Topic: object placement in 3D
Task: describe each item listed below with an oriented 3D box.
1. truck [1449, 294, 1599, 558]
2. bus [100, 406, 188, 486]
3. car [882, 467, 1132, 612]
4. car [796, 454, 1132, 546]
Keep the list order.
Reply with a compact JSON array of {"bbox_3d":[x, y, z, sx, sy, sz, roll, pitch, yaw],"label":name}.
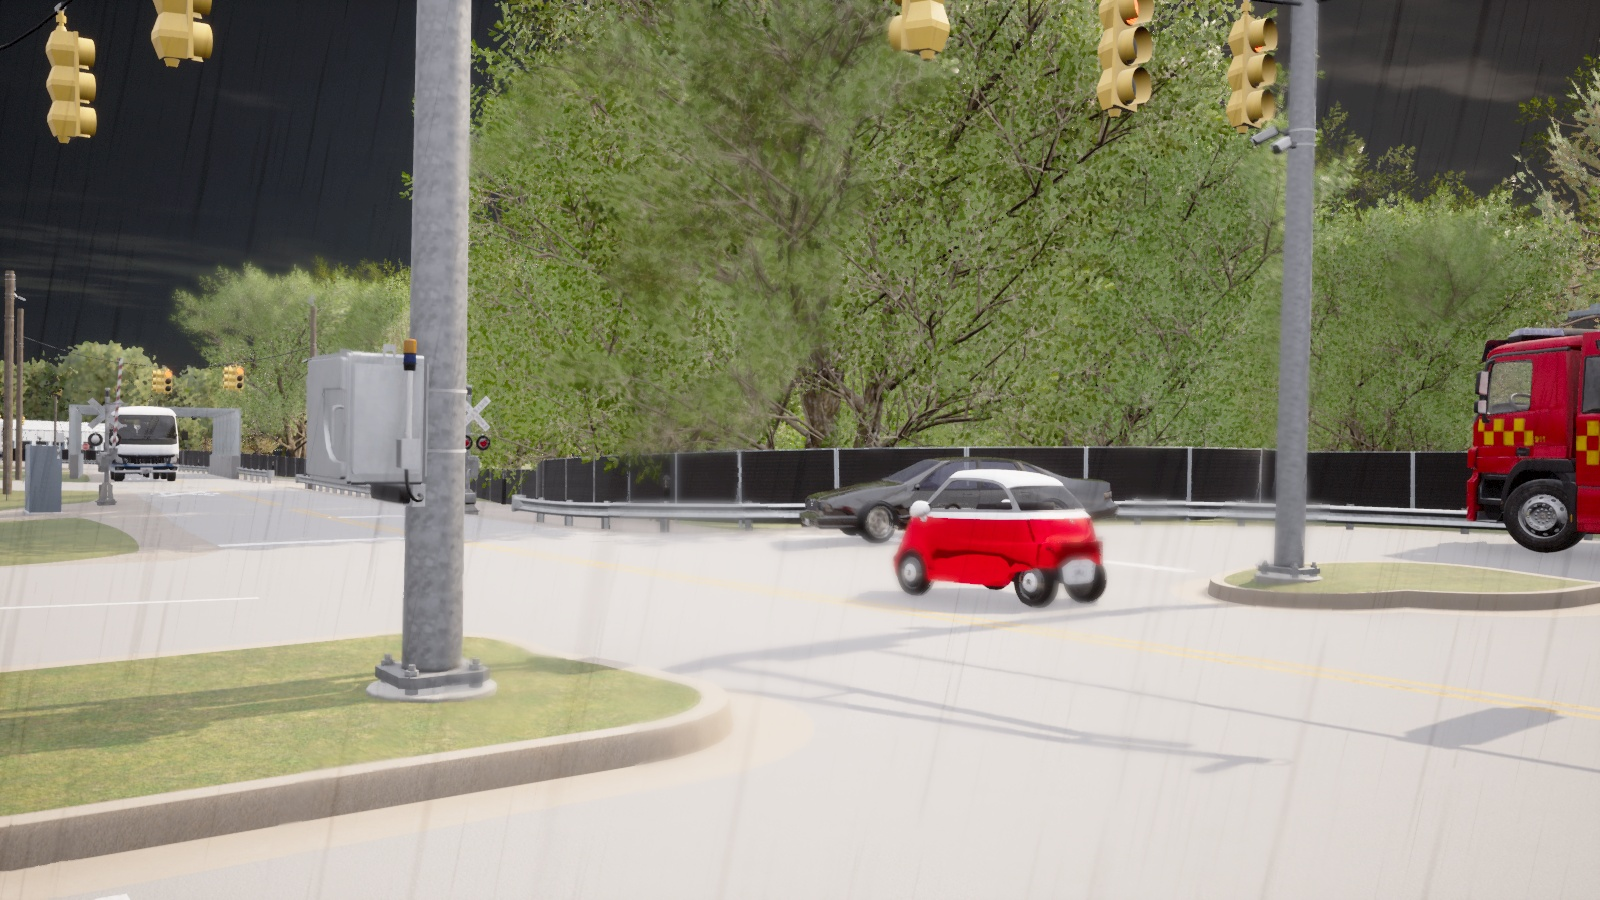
[{"bbox_3d":[13.218,-0.340,17.422,2.891,3.827,8.468,0,1,-10],"label":"truck"},{"bbox_3d":[-38.126,-0.189,72.776,3.944,4.253,10.273,0,0,-31],"label":"bus"},{"bbox_3d":[2.159,0.877,13.365,1.481,1.376,2.207,1,-1,-36],"label":"car"},{"bbox_3d":[2.763,0.806,21.676,5.357,1.411,2.033,-1,0,-11],"label":"car"}]
